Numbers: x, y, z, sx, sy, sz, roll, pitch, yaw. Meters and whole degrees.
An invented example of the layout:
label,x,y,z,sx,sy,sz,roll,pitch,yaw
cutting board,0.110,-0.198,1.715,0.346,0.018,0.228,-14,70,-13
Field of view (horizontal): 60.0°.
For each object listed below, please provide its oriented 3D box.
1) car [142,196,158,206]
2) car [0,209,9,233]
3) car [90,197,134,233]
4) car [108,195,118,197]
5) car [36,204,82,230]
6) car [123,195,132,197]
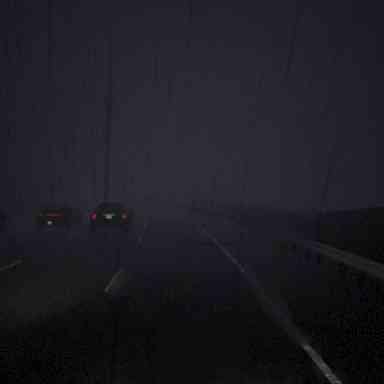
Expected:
label,x,y,z,sx,sy,sz,roll,pitch,yaw
car,-7.012,1.404,55.203,2.097,1.767,4.553,0,0,-17
car,-11.306,1.252,16.539,2.150,2.045,5.566,0,0,-5
car,-4.660,1.375,19.888,2.097,1.767,4.553,0,0,-6
car,-20.762,1.421,86.866,1.882,1.535,5.008,0,0,-28
car,-8.312,1.521,21.159,2.128,1.511,4.902,0,0,-7
car,-13.929,1.402,71.730,1.882,1.535,5.008,0,0,-23
